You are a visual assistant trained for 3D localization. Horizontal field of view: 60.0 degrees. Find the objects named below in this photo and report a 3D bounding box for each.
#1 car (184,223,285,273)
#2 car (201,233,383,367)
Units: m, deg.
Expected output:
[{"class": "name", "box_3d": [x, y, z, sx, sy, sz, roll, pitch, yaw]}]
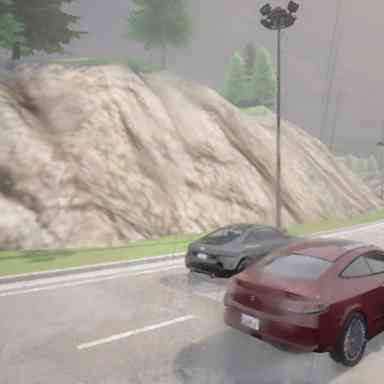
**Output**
[{"class": "car", "box_3d": [1.809, 1.611, 9.704, 4.181, 1.385, 1.994, 0, 0, -39]}, {"class": "car", "box_3d": [2.571, 1.558, 5.828, 4.674, 1.442, 1.812, 0, 0, -38]}]
